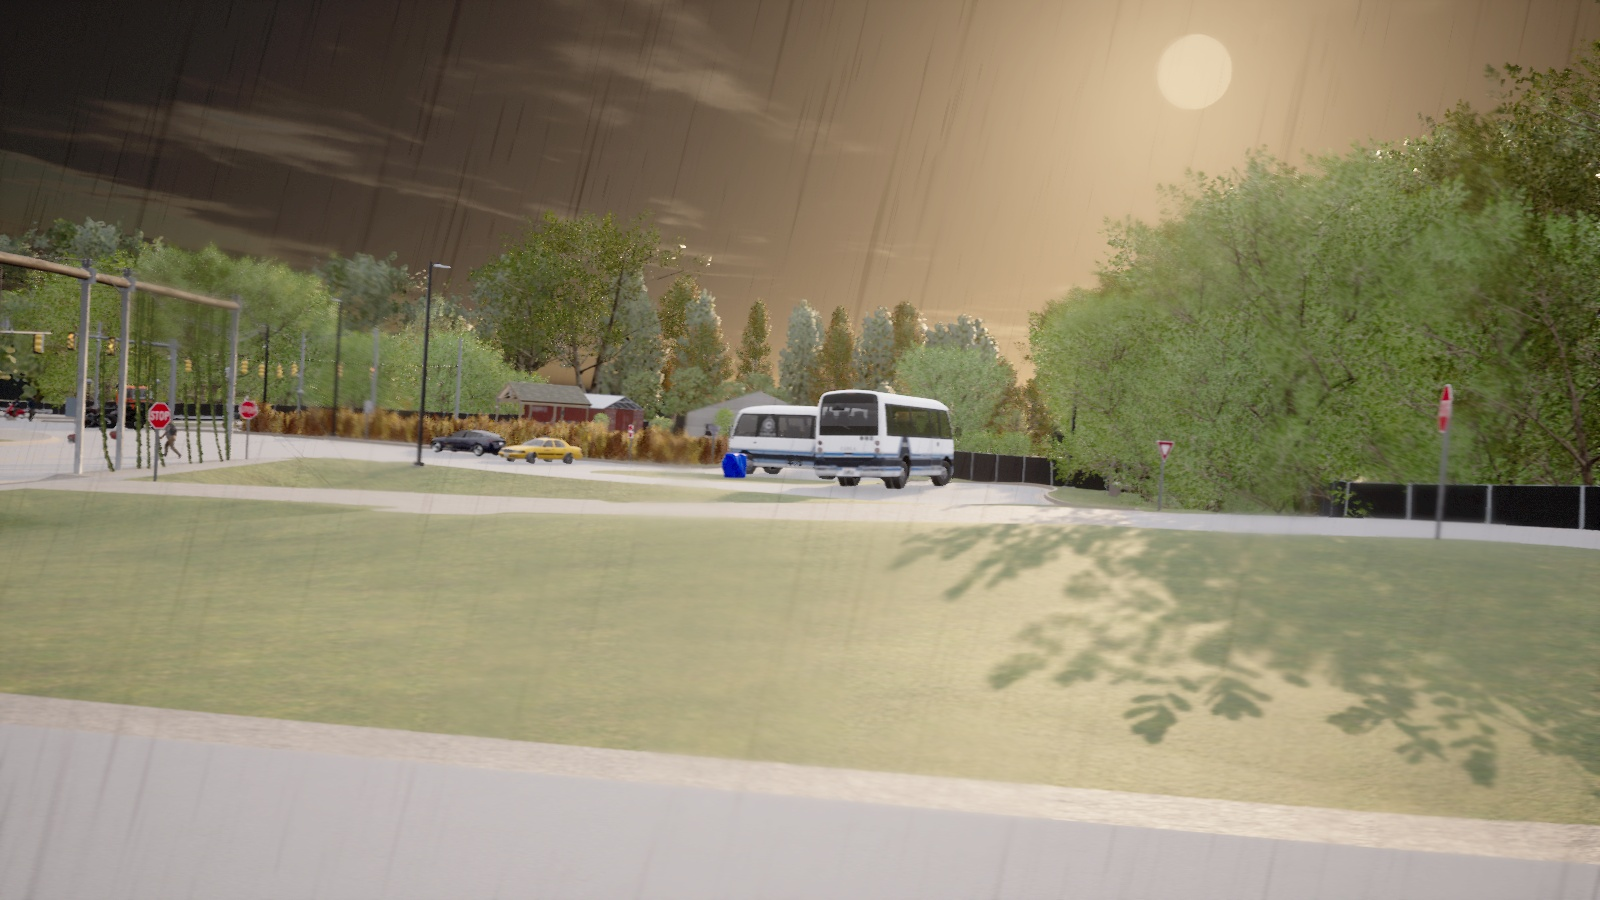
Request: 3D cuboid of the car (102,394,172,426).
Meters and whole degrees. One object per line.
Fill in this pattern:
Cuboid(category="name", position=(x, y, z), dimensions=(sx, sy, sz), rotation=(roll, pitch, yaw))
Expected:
Cuboid(category="car", position=(-43.599, -2.613, 82.541), dimensions=(3.866, 1.878, 1.905), rotation=(3, 2, 19))

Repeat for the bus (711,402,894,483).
Cuboid(category="bus", position=(0.045, -0.490, 74.950), dimensions=(10.273, 4.253, 3.944), rotation=(3, -1, 34))

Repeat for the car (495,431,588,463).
Cuboid(category="car", position=(-14.541, -0.159, 70.972), dimensions=(1.801, 1.575, 5.366), rotation=(5, 1, 32))

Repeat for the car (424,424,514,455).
Cuboid(category="car", position=(-19.743, -0.634, 74.836), dimensions=(4.792, 1.488, 2.163), rotation=(5, 2, 23))

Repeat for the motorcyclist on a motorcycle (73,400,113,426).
Cuboid(category="motorcyclist on a motorcycle", position=(-44.427, -2.304, 78.895), dimensions=(2.191, 1.530, 0.866), rotation=(3, 2, 17))

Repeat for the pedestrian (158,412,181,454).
Cuboid(category="pedestrian", position=(-28.798, -0.776, 57.367), dimensions=(0.694, 1.848, 0.540), rotation=(4, 2, 4))

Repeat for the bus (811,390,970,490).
Cuboid(category="bus", position=(4.486, -0.375, 58.751), dimensions=(3.944, 4.253, 10.273), rotation=(1, 0, 25))
